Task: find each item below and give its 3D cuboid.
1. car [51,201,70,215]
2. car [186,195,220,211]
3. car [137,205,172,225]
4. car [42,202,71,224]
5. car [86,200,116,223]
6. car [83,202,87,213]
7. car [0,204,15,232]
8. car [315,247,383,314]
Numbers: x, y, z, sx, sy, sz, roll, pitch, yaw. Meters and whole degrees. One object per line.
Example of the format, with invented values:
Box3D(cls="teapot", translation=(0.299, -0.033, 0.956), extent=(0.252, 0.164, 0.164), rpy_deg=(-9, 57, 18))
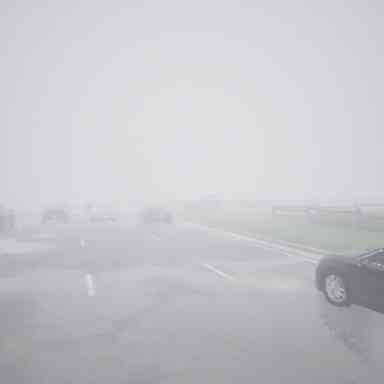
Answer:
Box3D(cls="car", translation=(-14.971, 1.768, 38.018), extent=(1.994, 1.385, 4.181), rpy_deg=(0, 0, -20))
Box3D(cls="car", translation=(1.368, 1.335, 39.311), extent=(3.866, 1.878, 1.905), rpy_deg=(0, 0, -20))
Box3D(cls="car", translation=(-2.890, 1.662, 25.059), extent=(1.994, 1.385, 4.181), rpy_deg=(0, 0, -20))
Box3D(cls="car", translation=(-10.859, 1.670, 26.513), extent=(1.812, 1.442, 4.674), rpy_deg=(0, 0, -20))
Box3D(cls="car", translation=(-7.295, 1.652, 26.962), extent=(1.812, 1.442, 4.674), rpy_deg=(0, 0, -20))
Box3D(cls="car", translation=(-12.102, 1.722, 40.380), extent=(1.812, 1.442, 4.674), rpy_deg=(0, 0, -20))
Box3D(cls="car", translation=(-12.545, 1.486, 20.874), extent=(2.097, 1.767, 4.553), rpy_deg=(0, 0, -20))
Box3D(cls="car", translation=(4.144, 1.500, 5.439), extent=(1.837, 1.490, 4.892), rpy_deg=(0, 0, -20))
